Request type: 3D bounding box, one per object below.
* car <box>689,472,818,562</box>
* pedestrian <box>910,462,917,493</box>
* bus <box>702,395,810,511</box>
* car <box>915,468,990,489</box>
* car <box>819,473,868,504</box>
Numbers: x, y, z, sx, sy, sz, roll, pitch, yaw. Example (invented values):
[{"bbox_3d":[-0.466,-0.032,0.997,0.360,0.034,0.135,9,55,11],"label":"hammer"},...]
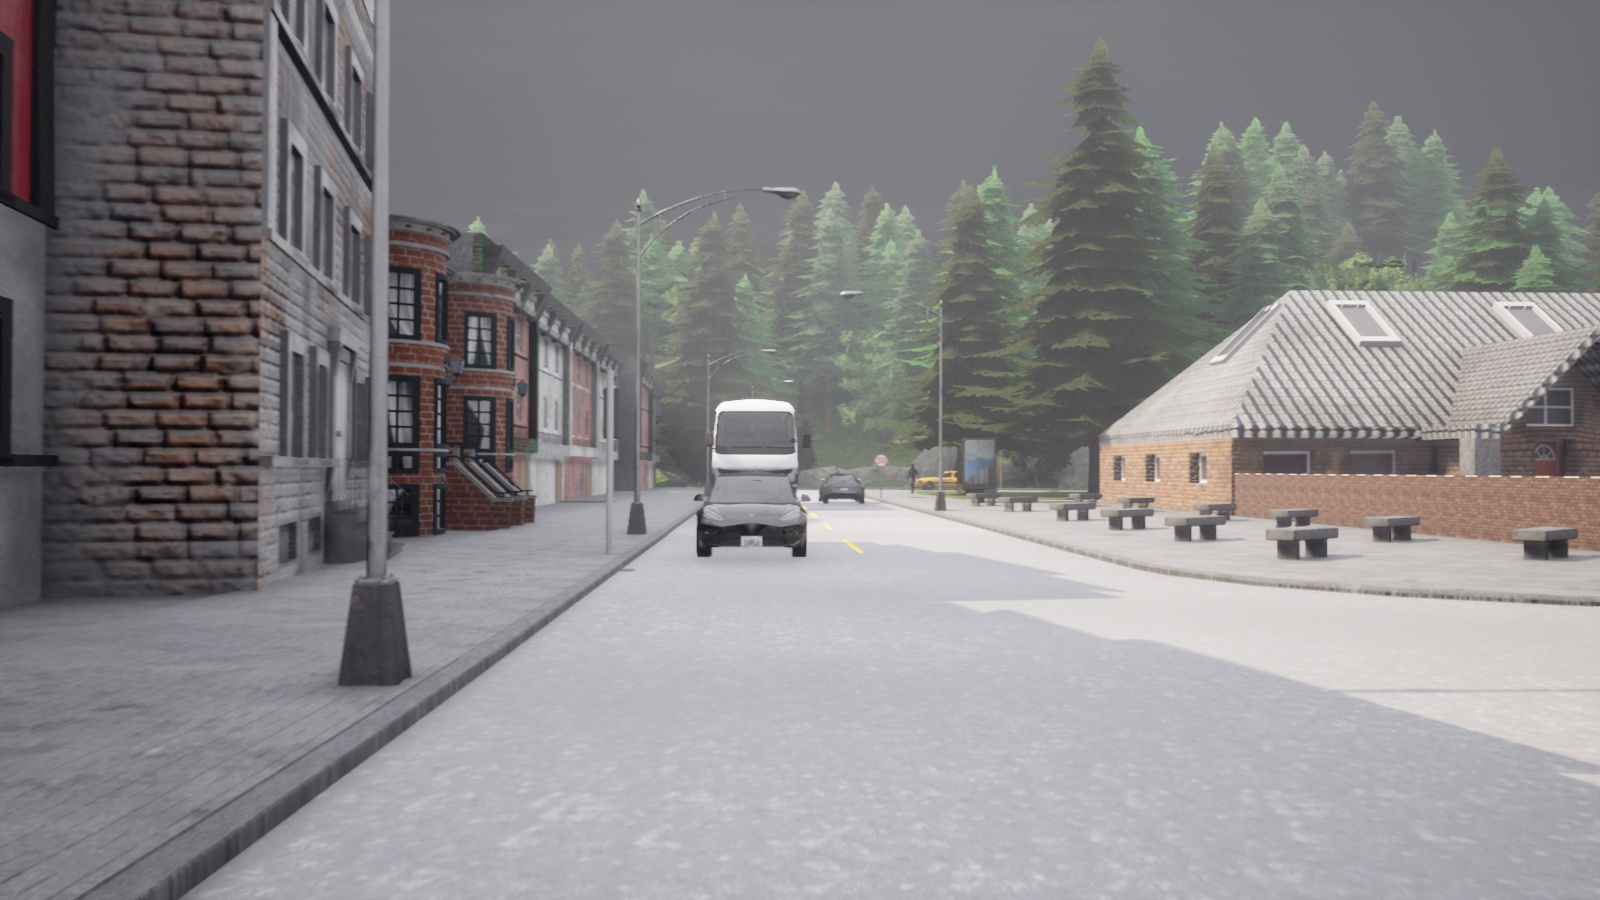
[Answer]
[{"bbox_3d":[-0.866,1.173,23.649,2.163,1.488,4.792,0,-1,-2],"label":"car"},{"bbox_3d":[6.638,1.608,73.419,0.370,1.835,0.726,0,-1,2],"label":"pedestrian"},{"bbox_3d":[-1.768,0.217,51.192,3.944,4.253,10.273,0,-1,-2],"label":"bus"},{"bbox_3d":[11.434,2.135,94.284,5.366,1.575,1.801,0,-1,-2],"label":"car"},{"bbox_3d":[2.001,1.758,58.785,1.994,1.385,4.181,0,-1,-2],"label":"car"}]
